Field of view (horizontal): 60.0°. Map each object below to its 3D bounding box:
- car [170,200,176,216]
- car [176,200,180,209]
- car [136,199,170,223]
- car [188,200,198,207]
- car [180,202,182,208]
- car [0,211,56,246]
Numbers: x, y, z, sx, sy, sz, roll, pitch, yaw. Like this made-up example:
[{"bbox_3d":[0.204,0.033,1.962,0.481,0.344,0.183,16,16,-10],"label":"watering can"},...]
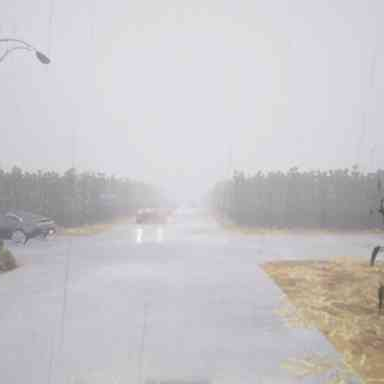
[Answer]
[{"bbox_3d":[-3.154,1.569,35.669,2.097,1.767,4.553,0,0,0],"label":"car"},{"bbox_3d":[-3.137,1.856,45.603,1.994,1.385,4.181,0,-1,0],"label":"car"},{"bbox_3d":[-3.166,1.526,26.899,2.097,1.767,4.553,0,-1,0],"label":"car"},{"bbox_3d":[0.181,2.376,69.126,2.033,1.411,5.357,0,-1,0],"label":"car"},{"bbox_3d":[-3.032,2.245,62.816,1.812,1.442,4.674,0,-1,0],"label":"car"},{"bbox_3d":[-9.086,1.697,16.024,4.902,1.511,2.128,-1,-1,6],"label":"car"}]
